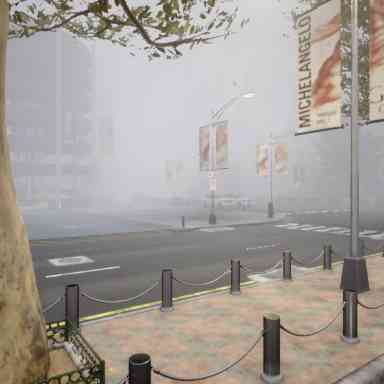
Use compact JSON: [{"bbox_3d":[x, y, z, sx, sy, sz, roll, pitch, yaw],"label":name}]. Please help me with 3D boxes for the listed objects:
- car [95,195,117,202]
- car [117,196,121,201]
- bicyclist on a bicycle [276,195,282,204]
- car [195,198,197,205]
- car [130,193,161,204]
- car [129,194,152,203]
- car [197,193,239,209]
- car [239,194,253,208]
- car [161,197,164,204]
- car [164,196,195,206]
[{"bbox_3d":[-20.478,1.450,76.304,4.892,1.490,1.837,0,0,12],"label":"car"},{"bbox_3d":[-19.513,1.418,79.668,5.008,1.535,1.882,0,0,12],"label":"car"},{"bbox_3d":[15.736,1.301,60.476,1.656,1.620,0.582,0,0,-36],"label":"bicyclist on a bicycle"},{"bbox_3d":[0.715,1.601,56.502,1.895,1.301,4.718,0,0,-37],"label":"car"},{"bbox_3d":[-9.088,1.221,62.283,5.566,2.045,2.150,0,0,40],"label":"car"},{"bbox_3d":[-11.237,1.355,72.586,4.553,1.767,2.097,0,0,26],"label":"car"},{"bbox_3d":[3.569,1.221,46.552,2.150,2.045,5.566,0,0,-35],"label":"car"},{"bbox_3d":[6.425,1.221,48.576,2.150,2.045,5.566,0,0,-35],"label":"car"},{"bbox_3d":[-5.765,1.601,63.974,4.718,1.301,1.895,0,0,43],"label":"car"},{"bbox_3d":[-2.147,1.505,54.463,1.837,1.490,4.892,0,0,-37],"label":"car"}]
